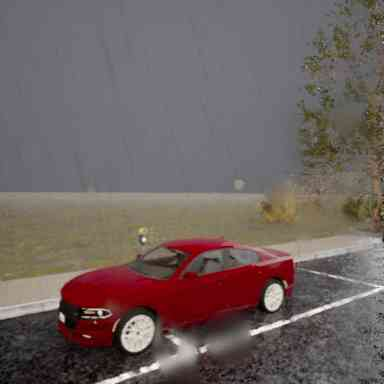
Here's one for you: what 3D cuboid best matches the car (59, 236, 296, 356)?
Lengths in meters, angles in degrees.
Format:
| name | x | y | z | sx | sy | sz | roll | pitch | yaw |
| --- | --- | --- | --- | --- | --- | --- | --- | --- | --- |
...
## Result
| name | x | y | z | sx | sy | sz | roll | pitch | yaw |
| --- | --- | --- | --- | --- | --- | --- | --- | --- | --- |
| car | -0.021 | 1.549 | 6.061 | 4.507 | 1.381 | 1.887 | 0 | 1 | -35 |
